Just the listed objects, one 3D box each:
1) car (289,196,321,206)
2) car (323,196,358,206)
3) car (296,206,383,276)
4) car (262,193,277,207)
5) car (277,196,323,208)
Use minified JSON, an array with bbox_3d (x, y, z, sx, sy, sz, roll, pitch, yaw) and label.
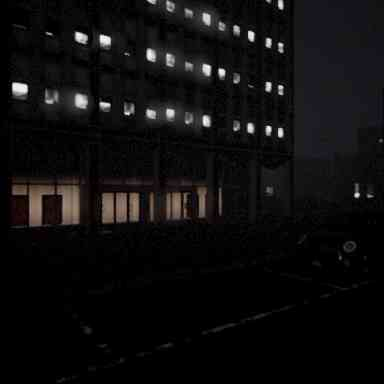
[{"bbox_3d":[16.657,1.310,49.310,1.802,1.307,4.206,0,0,-35],"label":"car"},{"bbox_3d":[19.707,1.276,44.893,1.752,1.417,4.829,0,0,-35],"label":"car"},{"bbox_3d":[5.007,1.401,10.126,4.097,1.590,1.967,0,0,-36],"label":"car"},{"bbox_3d":[9.761,1.031,44.550,2.192,1.841,5.009,0,0,-35],"label":"car"},{"bbox_3d":[12.906,1.291,39.994,2.008,1.369,4.403,0,0,-35],"label":"car"}]
